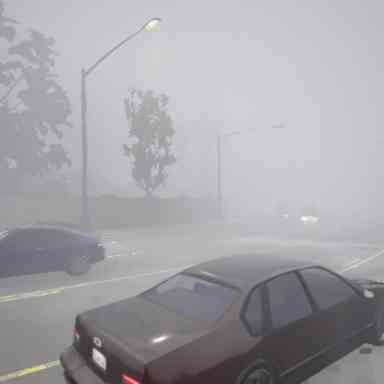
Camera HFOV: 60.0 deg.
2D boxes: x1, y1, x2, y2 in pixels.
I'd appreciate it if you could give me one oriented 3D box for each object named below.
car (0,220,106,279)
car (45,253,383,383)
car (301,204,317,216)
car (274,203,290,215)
[{"bbox_3d":[-4.756,1.674,9.320,4.674,1.442,1.812,1,-1,-39],"label":"car"},{"bbox_3d":[1.075,1.629,4.700,5.357,1.411,2.033,1,-1,-39],"label":"car"},{"bbox_3d":[15.953,2.463,45.536,2.128,1.511,4.902,-1,-1,15],"label":"car"},{"bbox_3d":[13.548,2.455,50.064,2.097,1.767,4.553,-1,-1,15],"label":"car"}]
